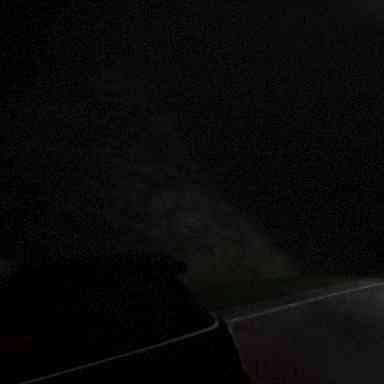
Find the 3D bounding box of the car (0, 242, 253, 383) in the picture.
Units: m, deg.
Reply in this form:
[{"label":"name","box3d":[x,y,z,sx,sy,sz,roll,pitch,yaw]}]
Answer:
[{"label":"car","box3d":[-1.784,1.351,2.376,4.553,1.767,2.097,0,0,-31]}]
